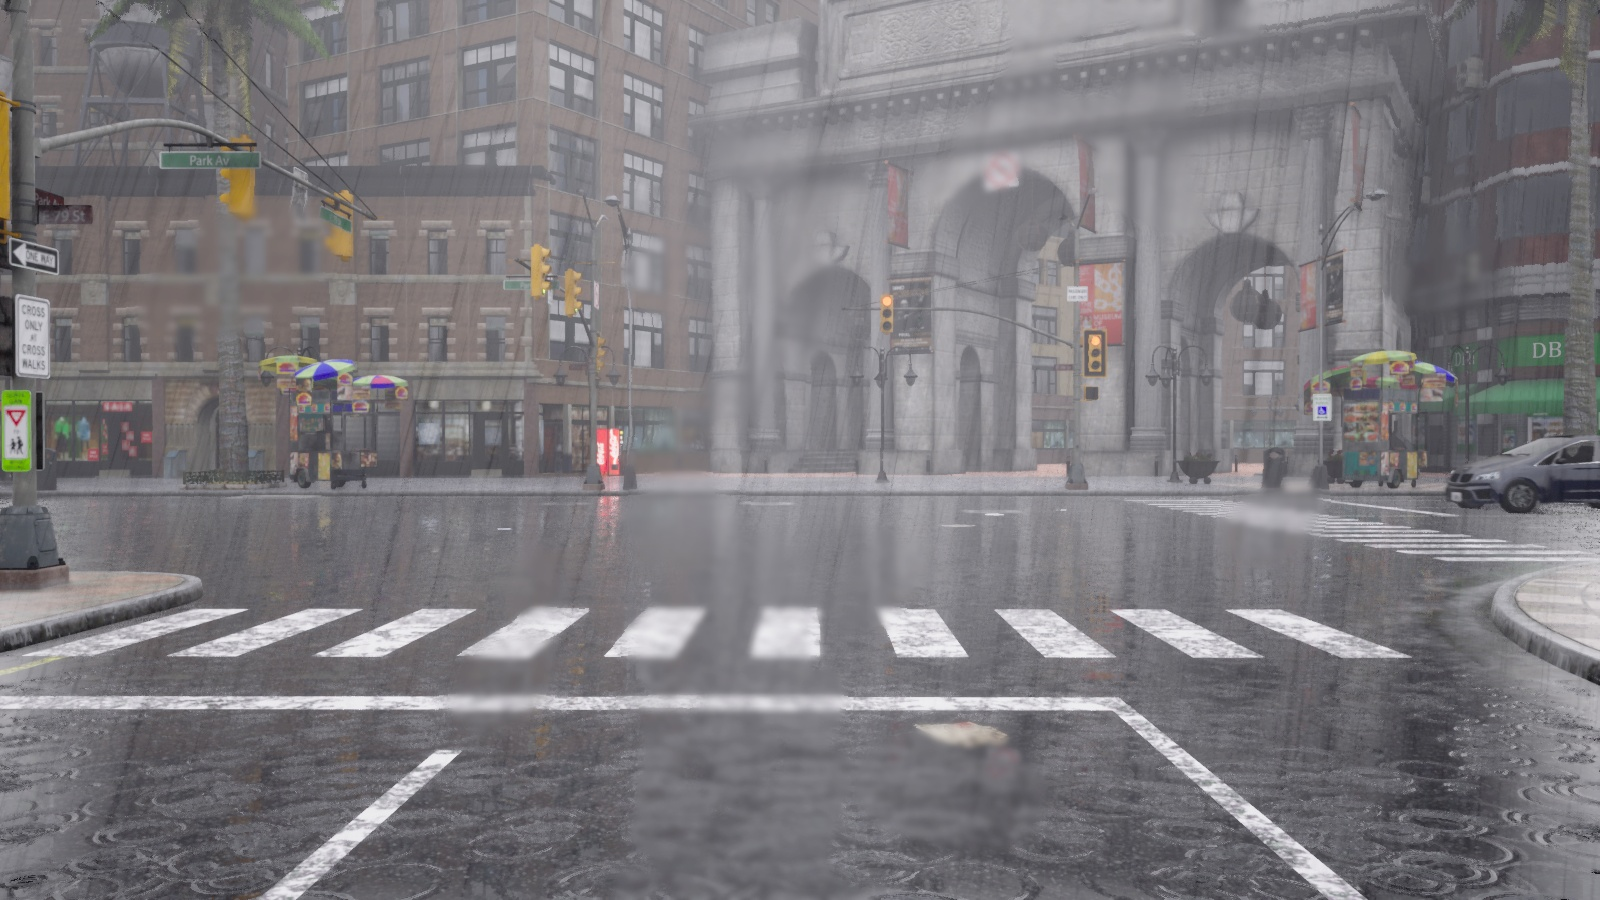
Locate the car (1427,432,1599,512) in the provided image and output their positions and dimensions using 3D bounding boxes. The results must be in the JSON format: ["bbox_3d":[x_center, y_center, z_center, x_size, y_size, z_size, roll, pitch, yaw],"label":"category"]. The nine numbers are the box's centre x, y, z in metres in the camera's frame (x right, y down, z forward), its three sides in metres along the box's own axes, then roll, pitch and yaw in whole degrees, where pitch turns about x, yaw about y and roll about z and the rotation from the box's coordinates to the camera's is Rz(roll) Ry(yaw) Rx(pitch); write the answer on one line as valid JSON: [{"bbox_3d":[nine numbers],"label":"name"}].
[{"bbox_3d":[16.388,0.451,27.098,4.611,1.667,2.242,0,0,1],"label":"car"}]
